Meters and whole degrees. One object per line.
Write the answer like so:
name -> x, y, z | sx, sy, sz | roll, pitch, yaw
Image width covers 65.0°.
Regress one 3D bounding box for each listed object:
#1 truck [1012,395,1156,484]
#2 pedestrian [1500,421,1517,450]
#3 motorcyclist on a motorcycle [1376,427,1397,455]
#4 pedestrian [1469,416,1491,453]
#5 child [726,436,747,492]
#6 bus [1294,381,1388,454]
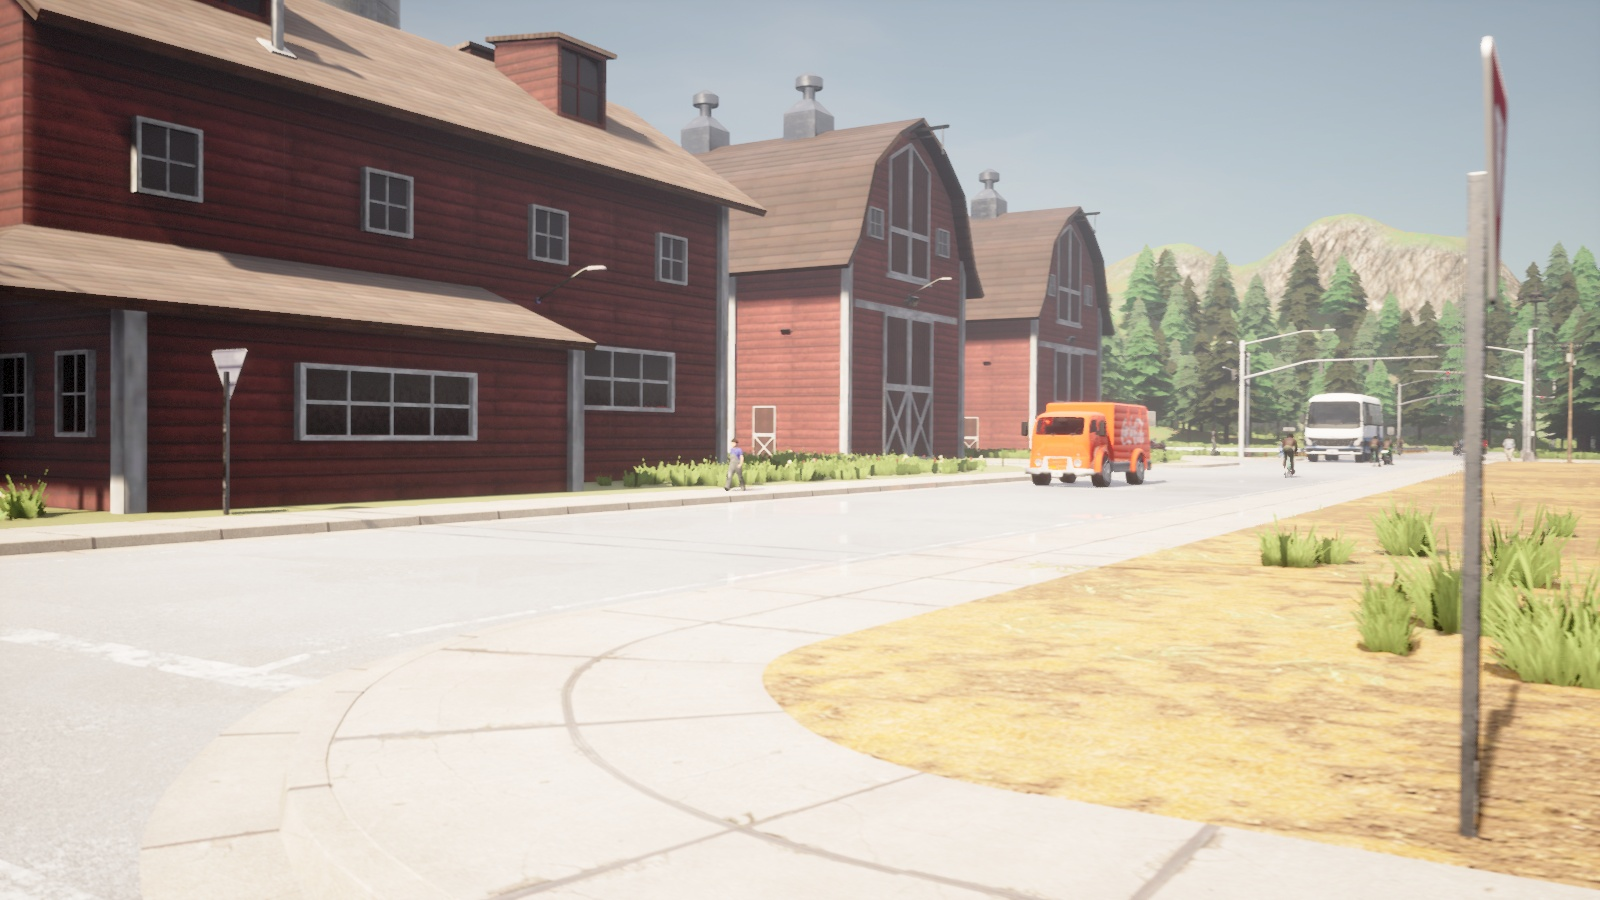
truck -> 8.573, -0.331, 37.488 | 2.627, 2.467, 5.204 | 0, 1, 32
pedestrian -> 45.041, -0.924, 79.809 | 0.874, 1.855, 0.900 | 0, 1, 33
motorcyclist on a motorcycle -> 32.506, -0.511, 69.568 | 0.797, 1.523, 2.044 | 0, 1, 32
pedestrian -> 34.347, -0.771, 63.456 | 0.899, 1.844, 0.634 | 0, 1, 38
child -> -1.443, 0.313, 28.538 | 0.270, 1.263, 0.437 | 0, 1, 31
bus -> 34.098, -1.995, 78.814 | 3.944, 4.253, 10.273 | 0, 1, 32
